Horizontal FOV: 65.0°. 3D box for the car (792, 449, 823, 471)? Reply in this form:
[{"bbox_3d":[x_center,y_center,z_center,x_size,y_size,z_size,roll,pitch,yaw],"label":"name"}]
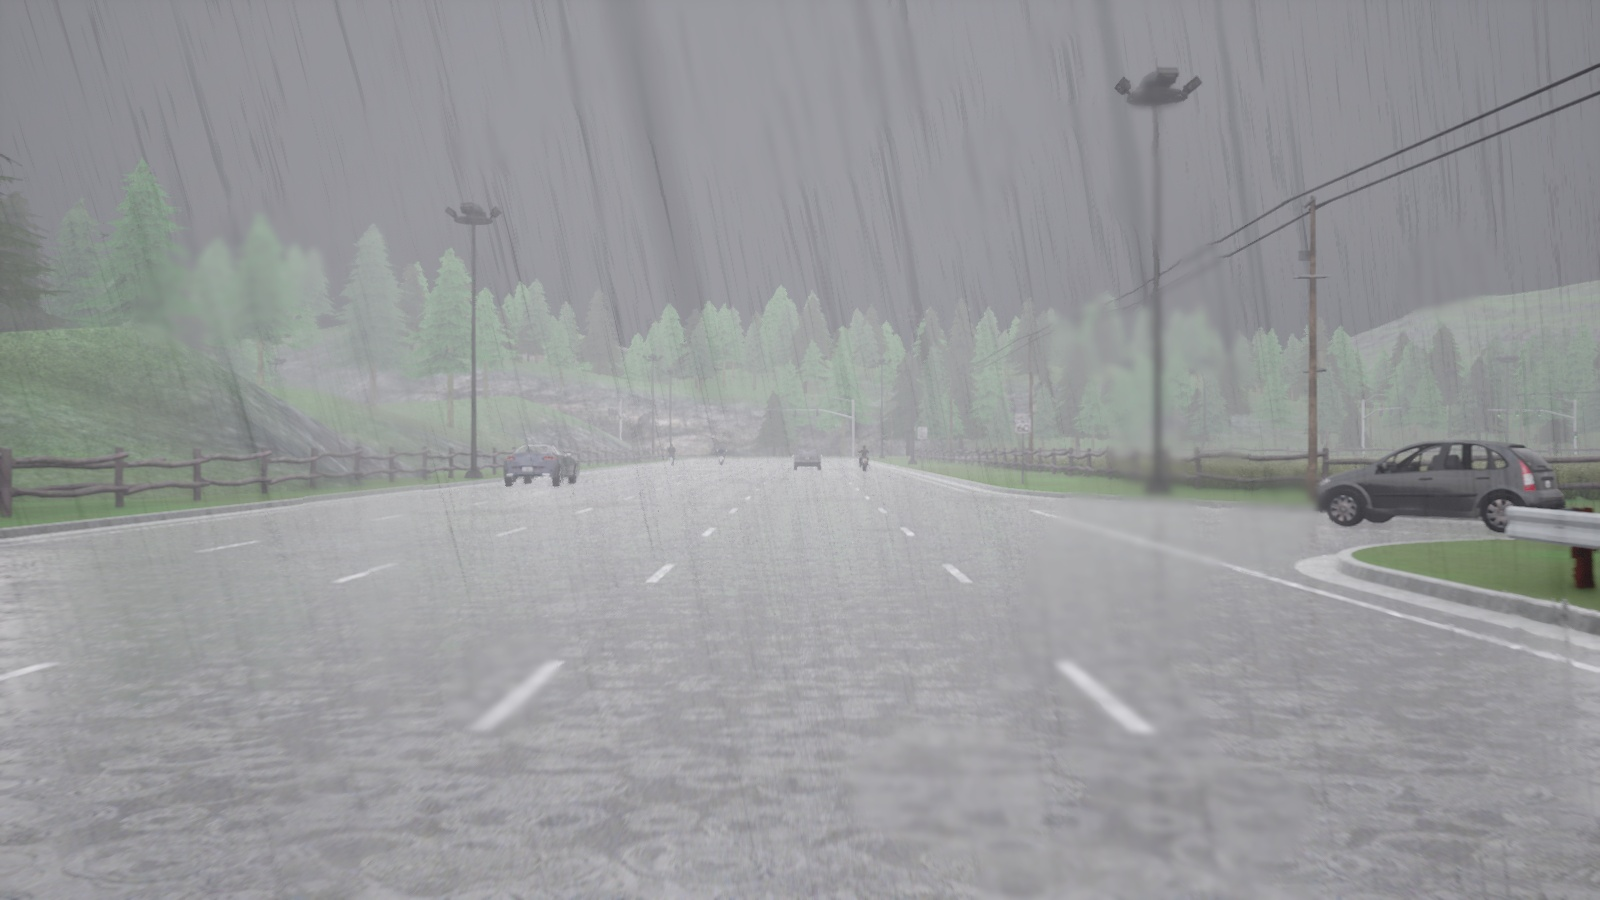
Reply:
[{"bbox_3d":[0.490,0.616,83.043,2.033,1.411,5.357,0,0,0],"label":"car"}]

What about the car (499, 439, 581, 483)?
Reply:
[{"bbox_3d":[-10.201,0.409,49.637,2.152,1.651,5.027,0,0,0],"label":"car"}]

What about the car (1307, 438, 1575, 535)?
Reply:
[{"bbox_3d":[11.667,0.605,23.030,1.851,1.617,3.988,0,0,-44],"label":"car"}]
